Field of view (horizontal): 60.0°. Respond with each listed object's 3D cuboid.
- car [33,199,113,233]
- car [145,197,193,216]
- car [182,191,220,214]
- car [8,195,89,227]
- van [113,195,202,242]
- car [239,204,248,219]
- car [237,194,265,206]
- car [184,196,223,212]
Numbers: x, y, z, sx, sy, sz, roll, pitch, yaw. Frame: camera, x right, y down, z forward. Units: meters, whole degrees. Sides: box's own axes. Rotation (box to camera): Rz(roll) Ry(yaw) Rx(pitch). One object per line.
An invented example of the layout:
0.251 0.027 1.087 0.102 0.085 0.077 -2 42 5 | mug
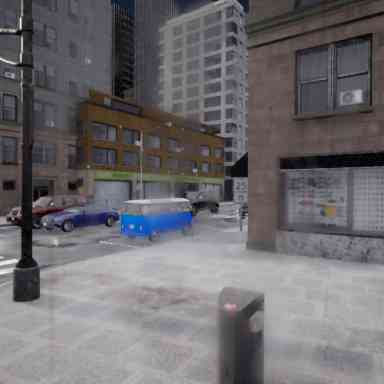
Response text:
-6.201 1.351 18.938 1.812 1.442 4.674 0 1 35 | car
-1.952 1.215 29.549 1.887 1.381 4.507 1 1 35 | car
0.248 0.911 28.063 2.150 2.045 5.566 0 1 35 | car
-8.424 1.123 20.384 2.192 1.841 5.009 1 1 35 | car
-1.462 1.208 15.465 1.690 1.788 3.998 1 1 35 | van
5.010 1.280 24.629 2.008 1.369 4.403 1 1 35 | car
7.759 1.027 43.292 1.947 1.339 4.313 1 2 35 | car
1.285 1.167 34.131 1.947 1.339 4.313 1 2 35 | car
